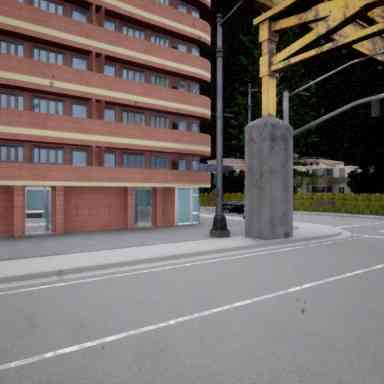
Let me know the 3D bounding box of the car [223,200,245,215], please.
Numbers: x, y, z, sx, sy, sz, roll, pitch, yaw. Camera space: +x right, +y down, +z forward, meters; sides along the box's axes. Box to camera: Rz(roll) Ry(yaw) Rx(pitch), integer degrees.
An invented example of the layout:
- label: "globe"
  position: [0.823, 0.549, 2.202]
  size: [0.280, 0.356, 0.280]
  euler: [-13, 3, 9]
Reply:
- label: "car"
  position: [4.821, 1.491, 31.276]
  size: [2.128, 1.511, 4.902]
  euler: [0, 0, -35]
